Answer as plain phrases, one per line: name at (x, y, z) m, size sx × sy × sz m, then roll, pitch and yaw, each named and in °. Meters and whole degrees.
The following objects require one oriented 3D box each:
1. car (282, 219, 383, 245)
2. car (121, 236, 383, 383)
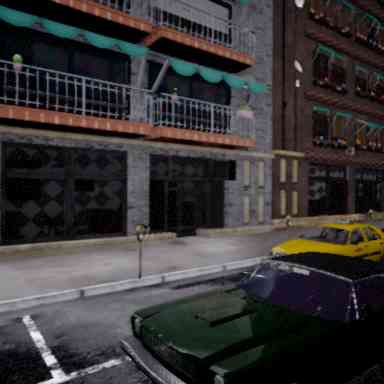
car at (4.221, 1.493, 9.557) m, size 4.829 × 1.417 × 1.752 m, roll 0°, pitch 1°, yaw -35°
car at (1.543, 1.587, 4.434) m, size 4.718 × 1.301 × 1.895 m, roll 0°, pitch 0°, yaw -35°
